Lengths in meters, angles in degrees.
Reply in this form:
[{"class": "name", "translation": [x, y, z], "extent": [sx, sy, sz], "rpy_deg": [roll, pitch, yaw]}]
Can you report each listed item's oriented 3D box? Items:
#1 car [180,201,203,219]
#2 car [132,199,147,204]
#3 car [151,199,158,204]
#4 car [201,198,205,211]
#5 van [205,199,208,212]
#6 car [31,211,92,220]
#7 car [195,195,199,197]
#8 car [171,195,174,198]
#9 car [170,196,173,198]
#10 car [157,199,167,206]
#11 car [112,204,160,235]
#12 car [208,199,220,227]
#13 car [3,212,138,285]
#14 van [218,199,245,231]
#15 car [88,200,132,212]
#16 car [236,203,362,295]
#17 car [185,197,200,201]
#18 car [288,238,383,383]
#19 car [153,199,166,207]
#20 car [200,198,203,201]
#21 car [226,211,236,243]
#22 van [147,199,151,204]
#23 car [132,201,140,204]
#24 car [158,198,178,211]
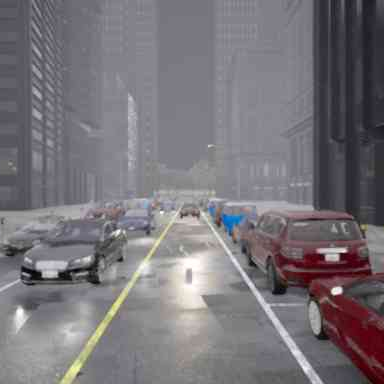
[{"class": "car", "translation": [-0.169, 1.834, 31.756], "extent": [1.895, 1.301, 4.718], "rpy_deg": [0, 0, 0]}, {"class": "car", "translation": [-5.995, 1.701, 33.033], "extent": [1.967, 1.590, 4.097], "rpy_deg": [-1, 0, 0]}, {"class": "car", "translation": [-6.102, 1.806, 47.870], "extent": [1.967, 1.590, 4.097], "rpy_deg": [-1, 0, 0]}, {"class": "car", "translation": [2.454, 1.894, 43.953], "extent": [1.802, 1.307, 4.206], "rpy_deg": [-1, 0, 0]}, {"class": "van", "translation": [2.557, 1.584, 34.292], "extent": [1.690, 1.788, 3.998], "rpy_deg": [-1, 0, 0]}, {"class": "car", "translation": [-5.852, 1.668, 13.488], "extent": [2.008, 1.369, 4.403], "rpy_deg": [-1, 0, 0]}, {"class": "car", "translation": [2.191, 2.073, 80.541], "extent": [1.752, 1.417, 4.829], "rpy_deg": [-1, 0, 0]}, {"class": "car", "translation": [-6.370, 2.166, 85.514], "extent": [1.947, 1.339, 4.313], "rpy_deg": [-1, 0, 0]}, {"class": "car", "translation": [-6.331, 2.122, 80.135], "extent": [2.008, 1.369, 4.403], "rpy_deg": [-1, 0, 0]}, {"class": "car", "translation": [-6.254, 2.091, 69.379], "extent": [1.802, 1.307, 4.206], "rpy_deg": [-1, 0, 0]}, {"class": "car", "translation": [-3.216, 1.684, 20.085], "extent": [1.812, 1.442, 4.674], "rpy_deg": [0, 0, 0]}, {"class": "car", "translation": [2.618, 1.485, 24.118], "extent": [2.192, 1.841, 5.009], "rpy_deg": [-1, 0, 0]}, {"class": "car", "translation": [-3.152, 1.574, 9.805], "extent": [2.128, 1.511, 4.902], "rpy_deg": [0, 0, 0]}, {"class": "van", "translation": [2.649, 1.473, 19.031], "extent": [1.690, 1.788, 3.998], "rpy_deg": [-1, 0, 0]}, {"class": "car", "translation": [-5.927, 1.505, 23.262], "extent": [2.192, 1.841, 5.009], "rpy_deg": [-1, 0, 0]}, {"class": "car", "translation": [2.711, 1.372, 8.856], "extent": [2.192, 1.841, 5.009], "rpy_deg": [-1, 0, 0]}, {"class": "car", "translation": [-0.266, 1.810, 45.682], "extent": [1.882, 1.535, 5.008], "rpy_deg": [0, 0, 0]}, {"class": "car", "translation": [2.745, 1.564, 3.767], "extent": [1.887, 1.381, 4.507], "rpy_deg": [-1, 0, 0]}, {"class": "car", "translation": [-6.216, 2.020, 64.003], "extent": [1.887, 1.381, 4.507], "rpy_deg": [-1, 0, 0]}, {"class": "car", "translation": [2.342, 1.986, 59.560], "extent": [1.947, 1.339, 4.313], "rpy_deg": [-1, 0, 0]}, {"class": "car", "translation": [2.684, 1.677, 13.941], "extent": [1.802, 1.307, 4.206], "rpy_deg": [-1, 0, 0]}, {"class": "van", "translation": [-6.032, 1.636, 37.920], "extent": [1.690, 1.788, 3.998], "rpy_deg": [-1, 0, 0]}, {"class": "car", "translation": [-5.958, 1.770, 28.147], "extent": [1.887, 1.381, 4.507], "rpy_deg": [-1, 0, 0]}, {"class": "car", "translation": [-3.319, 1.895, 46.642], "extent": [1.812, 1.442, 4.674], "rpy_deg": [0, 0, 0]}]
